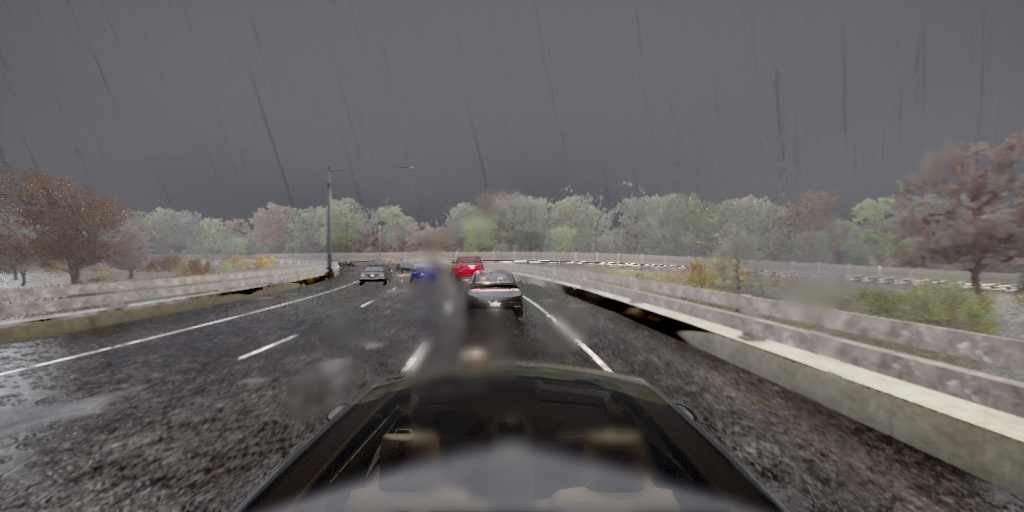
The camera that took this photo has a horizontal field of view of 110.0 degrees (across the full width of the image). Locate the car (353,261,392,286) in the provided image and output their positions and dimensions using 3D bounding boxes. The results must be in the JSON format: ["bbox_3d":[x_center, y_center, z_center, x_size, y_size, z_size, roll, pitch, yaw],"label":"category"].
[{"bbox_3d":[-9.995,1.357,26.502,2.033,1.411,5.357,0,0,-14],"label":"car"}]

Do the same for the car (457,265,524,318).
[{"bbox_3d":[-0.725,1.247,13.119,2.128,1.511,4.902,0,0,-6],"label":"car"}]

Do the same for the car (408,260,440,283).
[{"bbox_3d":[-7.131,1.270,29.003,1.882,1.535,5.008,0,0,-14],"label":"car"}]

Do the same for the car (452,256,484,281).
[{"bbox_3d":[-3.709,0.995,29.955,2.150,2.045,5.566,0,0,-15],"label":"car"}]

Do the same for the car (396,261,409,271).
[{"bbox_3d":[-14.850,1.402,49.713,1.994,1.385,4.181,0,0,-26],"label":"car"}]

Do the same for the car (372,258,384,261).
[{"bbox_3d":[-18.333,1.210,48.831,2.097,1.767,4.553,0,0,-26],"label":"car"}]
